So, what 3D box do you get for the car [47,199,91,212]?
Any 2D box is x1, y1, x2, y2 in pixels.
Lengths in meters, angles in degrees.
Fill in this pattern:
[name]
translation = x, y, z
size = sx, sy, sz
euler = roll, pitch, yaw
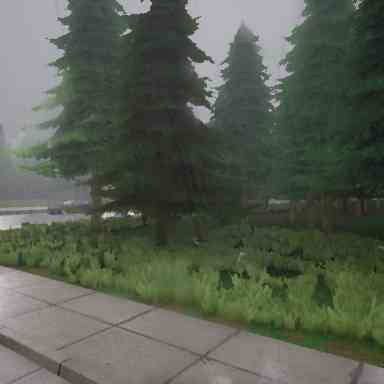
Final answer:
[car]
translation = -11.209, 1.451, 31.492
size = 1.882, 1.535, 5.008
euler = 0, 0, 35
